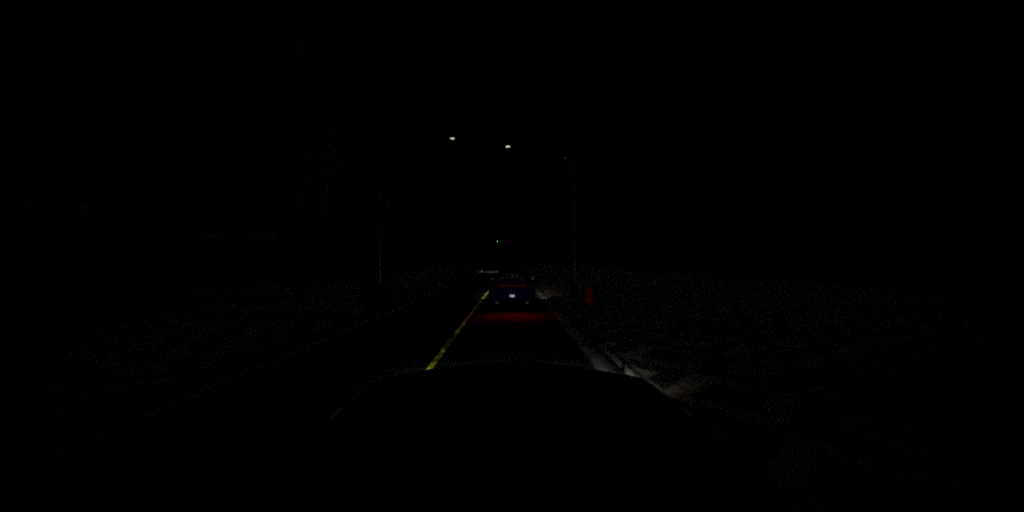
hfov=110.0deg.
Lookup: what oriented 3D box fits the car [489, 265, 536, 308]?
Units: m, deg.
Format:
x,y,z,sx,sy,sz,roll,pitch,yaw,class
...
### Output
x,y,z,sx,sy,sz,roll,pitch,yaw,class
0.027,1.376,16.086,1.882,1.535,5.008,0,0,0,car
